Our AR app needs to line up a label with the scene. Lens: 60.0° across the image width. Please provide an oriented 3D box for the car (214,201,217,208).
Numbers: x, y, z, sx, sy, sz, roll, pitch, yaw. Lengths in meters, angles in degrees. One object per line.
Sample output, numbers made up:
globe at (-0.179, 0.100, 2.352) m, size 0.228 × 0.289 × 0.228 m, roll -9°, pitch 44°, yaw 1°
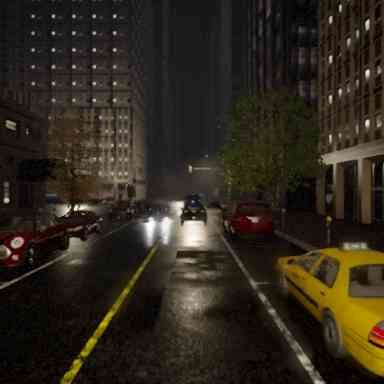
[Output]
car at (2.710, 1.556, 22.179) m, size 1.887 × 1.381 × 4.507 m, roll 0°, pitch 0°, yaw 0°

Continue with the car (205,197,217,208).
car at (2.863, 1.605, 44.276) m, size 1.802 × 1.307 × 4.206 m, roll 0°, pitch 0°, yaw 0°

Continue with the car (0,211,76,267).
car at (-5.682, 1.445, 11.135) m, size 1.967 × 1.590 × 4.097 m, roll 0°, pitch 0°, yaw 0°

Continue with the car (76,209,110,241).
car at (-5.676, 1.590, 16.660) m, size 1.802 × 1.307 × 4.206 m, roll 0°, pitch 0°, yaw 0°

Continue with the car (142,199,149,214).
car at (-5.717, 1.583, 33.231) m, size 1.947 × 1.339 × 4.313 m, roll 0°, pitch 0°, yaw 0°

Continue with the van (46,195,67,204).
van at (-24.086, 1.360, 58.325) m, size 3.998 × 1.788 × 1.690 m, roll 0°, pitch 0°, yaw 1°

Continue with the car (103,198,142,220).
car at (-5.665, 1.454, 27.708) m, size 1.967 × 1.590 × 4.097 m, roll 0°, pitch 0°, yaw 0°

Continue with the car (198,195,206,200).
car at (2.786, 1.593, 93.565) m, size 2.008 × 1.369 × 4.403 m, roll 0°, pitch 0°, yaw 0°

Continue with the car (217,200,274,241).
car at (2.703, 1.323, 16.655) m, size 2.192 × 1.841 × 5.009 m, roll 0°, pitch 0°, yaw 0°

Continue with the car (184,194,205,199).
car at (0.126, 1.243, 42.100) m, size 2.150 × 2.045 × 5.566 m, roll 0°, pitch 0°, yaw 0°

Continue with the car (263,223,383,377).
car at (2.692, 1.528, 5.776) m, size 1.752 × 1.417 × 4.829 m, roll 0°, pitch 0°, yaw 0°

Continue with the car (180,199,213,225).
car at (0.125, 1.504, 24.214) m, size 2.128 × 1.511 × 4.902 m, roll 0°, pitch 0°, yaw 0°

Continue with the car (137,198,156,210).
car at (-5.778, 1.567, 42.908) m, size 1.887 × 1.381 × 4.507 m, roll 0°, pitch 0°, yaw 0°

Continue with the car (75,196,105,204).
car at (-18.546, 1.342, 58.261) m, size 5.009 × 1.841 × 2.192 m, roll 0°, pitch 0°, yaw 1°

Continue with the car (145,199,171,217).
car at (-3.056, 1.617, 32.155) m, size 1.895 × 1.301 × 4.718 m, roll 0°, pitch 0°, yaw 0°

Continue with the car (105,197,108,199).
car at (-18.450, 1.538, 66.643) m, size 4.403 × 1.369 × 2.008 m, roll 0°, pitch 0°, yaw 1°
